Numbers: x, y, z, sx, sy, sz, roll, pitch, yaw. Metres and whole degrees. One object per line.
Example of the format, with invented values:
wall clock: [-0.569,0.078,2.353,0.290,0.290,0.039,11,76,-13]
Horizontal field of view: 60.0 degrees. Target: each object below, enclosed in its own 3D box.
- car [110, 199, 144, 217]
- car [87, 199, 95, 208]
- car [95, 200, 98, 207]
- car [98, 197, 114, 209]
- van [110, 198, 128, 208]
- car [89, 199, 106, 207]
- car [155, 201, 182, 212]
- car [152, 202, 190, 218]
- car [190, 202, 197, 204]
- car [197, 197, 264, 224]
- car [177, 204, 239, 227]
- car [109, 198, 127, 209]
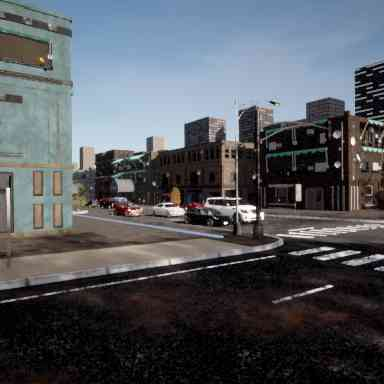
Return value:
car: [-6.894,1.846,36.251,1.967,1.590,4.097,-1,0,-36]
car: [-19.197,2.159,63.446,2.128,1.511,4.902,-1,0,-36]
car: [-16.171,1.939,63.641,2.192,1.841,5.009,-1,0,-36]
car: [-13.423,2.066,55.365,1.837,1.490,4.892,-1,0,-36]
van: [-12.952,1.906,59.138,1.690,1.788,3.998,-1,0,-36]
car: [-19.384,2.227,68.145,1.887,1.381,4.507,-1,0,-36]
car: [-3.291,1.965,45.629,1.802,1.307,4.206,-2,0,-36]
car: [-2.541,1.862,34.640,1.812,1.442,4.674,-1,0,-35]
car: [-0.074,1.903,41.126,1.802,1.307,4.206,-2,0,-36]
car: [3.160,1.445,26.655,2.150,2.045,5.566,-1,0,-35]
car: [1.079,1.814,24.891,1.947,1.339,4.313,-2,0,-36]
car: [-8.584,1.931,43.112,1.882,1.535,5.008,-1,0,-35]
